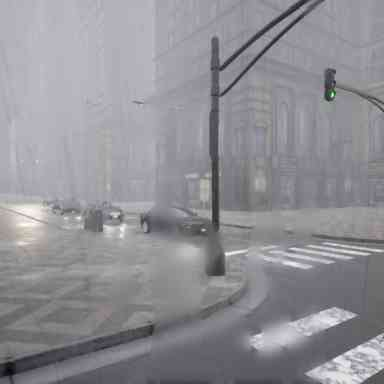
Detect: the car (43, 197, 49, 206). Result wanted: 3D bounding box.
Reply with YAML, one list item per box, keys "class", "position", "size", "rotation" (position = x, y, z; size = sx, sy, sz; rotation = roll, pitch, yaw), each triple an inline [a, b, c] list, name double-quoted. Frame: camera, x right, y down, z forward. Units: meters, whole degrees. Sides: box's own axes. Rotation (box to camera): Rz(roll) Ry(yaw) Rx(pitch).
- class: "car"
  position: [-22.005, 1.446, 52.096]
  size: [1.812, 1.442, 4.674]
  rotation: [0, 0, -35]

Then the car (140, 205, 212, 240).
- class: "car"
  position: [-0.924, 1.470, 17.187]
  size: [1.882, 1.535, 5.008]
  rotation: [0, 0, -36]

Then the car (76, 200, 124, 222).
- class: "car"
  position: [-6.836, 1.480, 25.476]
  size: [2.128, 1.511, 4.902]
  rotation: [0, 0, -35]

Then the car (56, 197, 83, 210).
- class: "car"
  position: [-16.367, 1.489, 44.280]
  size: [2.033, 1.411, 5.357]
  rotation: [0, 0, -35]

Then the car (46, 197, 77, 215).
- class: "car"
  position: [-12.981, 1.518, 34.109]
  size: [2.033, 1.411, 5.357]
  rotation: [0, 0, -35]
